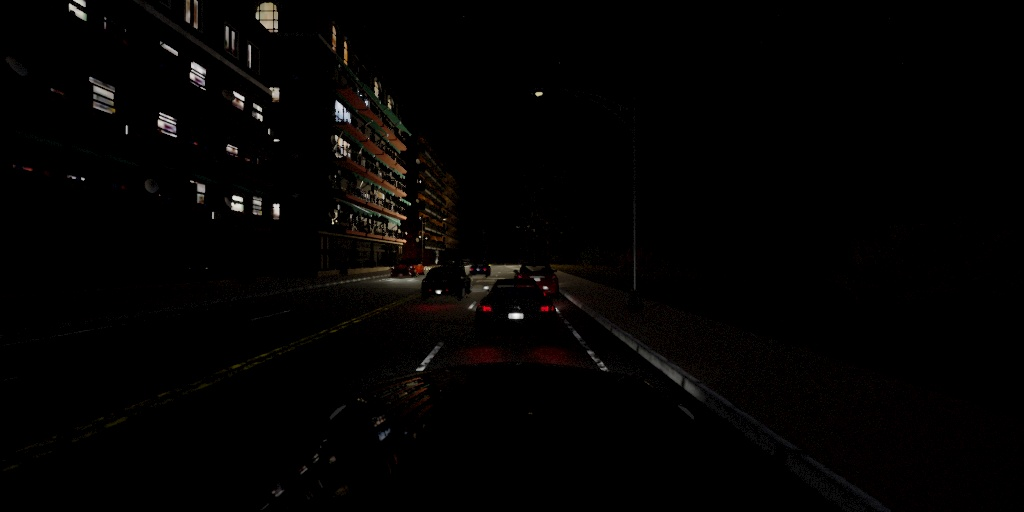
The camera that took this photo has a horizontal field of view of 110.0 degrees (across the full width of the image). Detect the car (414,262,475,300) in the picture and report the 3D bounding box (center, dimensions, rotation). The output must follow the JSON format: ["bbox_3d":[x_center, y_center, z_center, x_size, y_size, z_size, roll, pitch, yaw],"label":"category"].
[{"bbox_3d":[-3.126,1.258,17.692,1.837,1.490,4.892,0,0,0],"label":"car"}]

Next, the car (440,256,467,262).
[{"bbox_3d":[-6.547,0.973,39.259,2.150,2.045,5.566,0,0,0],"label":"car"}]

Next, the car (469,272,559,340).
[{"bbox_3d":[0.106,1.315,10.036,1.994,1.385,4.181,0,0,1],"label":"car"}]

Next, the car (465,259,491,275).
[{"bbox_3d":[-3.099,1.299,35.363,2.033,1.411,5.357,0,0,0],"label":"car"}]

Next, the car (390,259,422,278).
[{"bbox_3d":[-9.804,1.104,33.828,2.097,1.767,4.553,0,0,0],"label":"car"}]

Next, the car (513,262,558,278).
[{"bbox_3d":[1.161,1.103,18.615,2.097,1.767,4.553,0,0,0],"label":"car"}]
